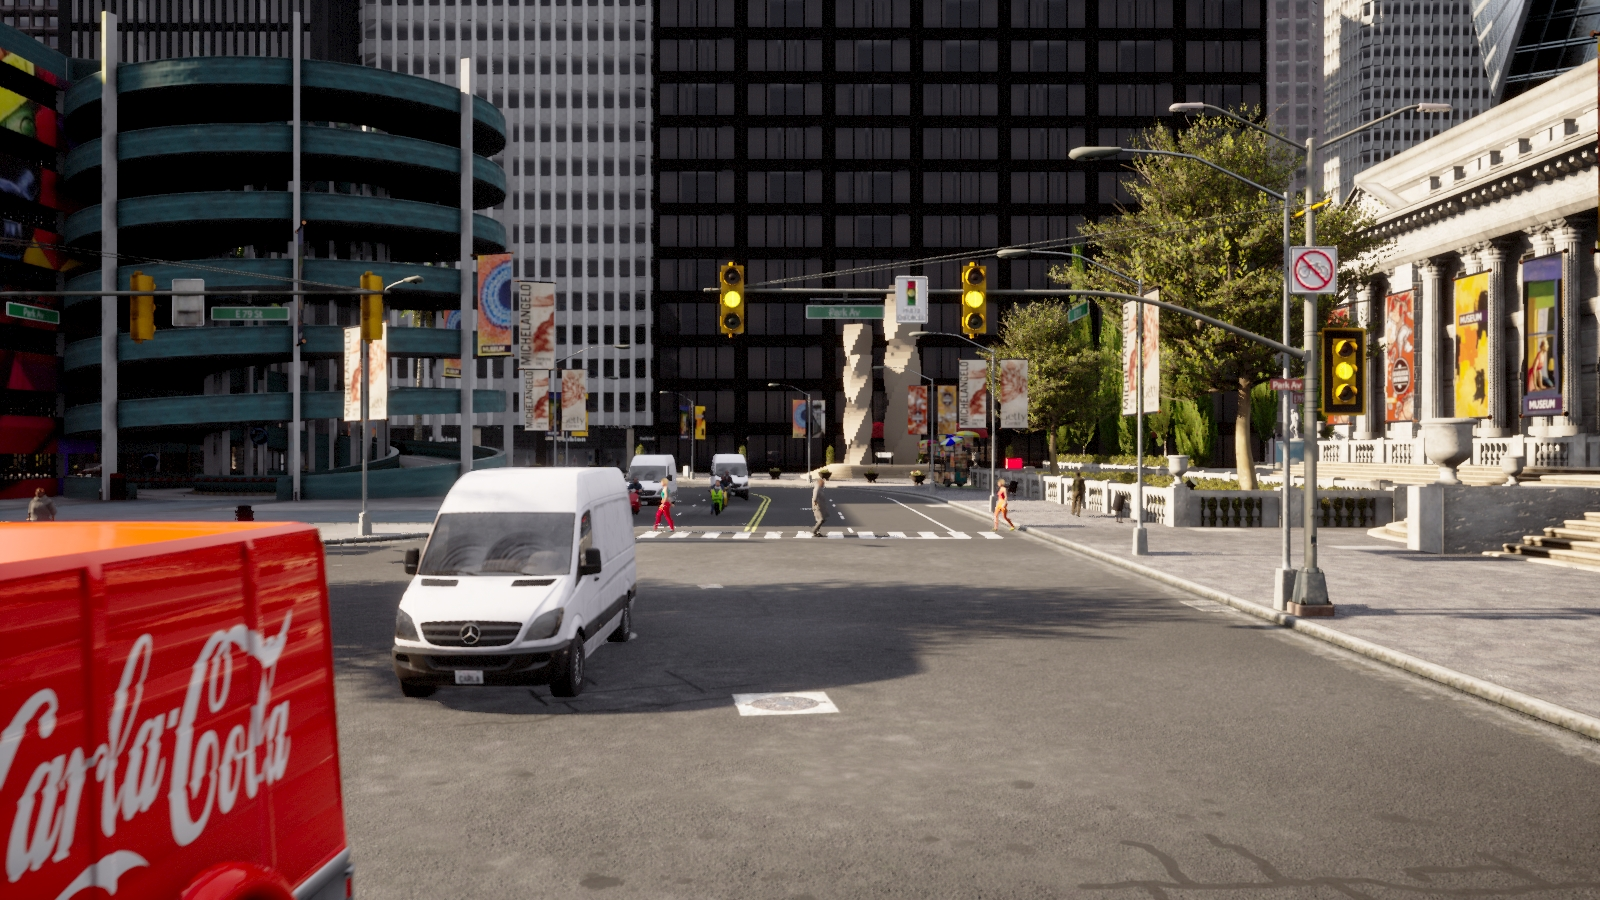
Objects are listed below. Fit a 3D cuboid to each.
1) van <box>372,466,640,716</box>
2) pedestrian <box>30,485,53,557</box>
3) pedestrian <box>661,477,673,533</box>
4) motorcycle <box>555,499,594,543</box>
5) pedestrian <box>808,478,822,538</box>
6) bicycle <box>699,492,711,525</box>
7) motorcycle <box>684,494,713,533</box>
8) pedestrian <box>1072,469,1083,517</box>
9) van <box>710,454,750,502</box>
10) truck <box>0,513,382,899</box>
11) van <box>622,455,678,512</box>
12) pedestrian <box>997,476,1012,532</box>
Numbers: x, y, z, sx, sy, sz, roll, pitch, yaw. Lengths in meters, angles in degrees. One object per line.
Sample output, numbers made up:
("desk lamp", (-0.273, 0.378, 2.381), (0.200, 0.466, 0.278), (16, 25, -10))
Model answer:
("van", (-3.510, 1.530, 14.986), (1.988, 2.561, 5.915), (0, 0, 0))
("pedestrian", (-19.778, 1.839, 29.806), (0.375, 1.860, 0.375), (0, 0, -6))
("pedestrian", (-4.433, 1.835, 38.177), (0.375, 1.860, 0.375), (0, 0, -3))
("motorcycle", (-6.928, 2.170, 35.240), (0.856, 1.236, 1.805), (0, 0, 0))
("pedestrian", (0.476, 1.835, 36.321), (0.375, 1.860, 0.375), (0, 0, 8))
("bicycle", (-3.555, 2.195, 42.953), (0.329, 1.171, 1.835), (0, 0, -1))
("motorcycle", (-3.469, 2.168, 39.313), (0.856, 1.236, 1.805), (0, 0, -1))
("pedestrian", (10.887, 1.680, 44.847), (0.375, 1.860, 0.375), (0, 0, 1))
("van", (-3.991, 1.513, 64.620), (1.988, 2.561, 5.915), (0, 0, -6))
("truck", (-3.499, 1.565, 3.370), (2.627, 2.467, 5.204), (0, 0, 0))
("van", (-7.066, 1.515, 54.400), (1.988, 2.561, 5.915), (0, 0, -1))
("pedestrian", (6.966, 1.835, 38.858), (0.375, 1.860, 0.375), (0, 0, -13))
